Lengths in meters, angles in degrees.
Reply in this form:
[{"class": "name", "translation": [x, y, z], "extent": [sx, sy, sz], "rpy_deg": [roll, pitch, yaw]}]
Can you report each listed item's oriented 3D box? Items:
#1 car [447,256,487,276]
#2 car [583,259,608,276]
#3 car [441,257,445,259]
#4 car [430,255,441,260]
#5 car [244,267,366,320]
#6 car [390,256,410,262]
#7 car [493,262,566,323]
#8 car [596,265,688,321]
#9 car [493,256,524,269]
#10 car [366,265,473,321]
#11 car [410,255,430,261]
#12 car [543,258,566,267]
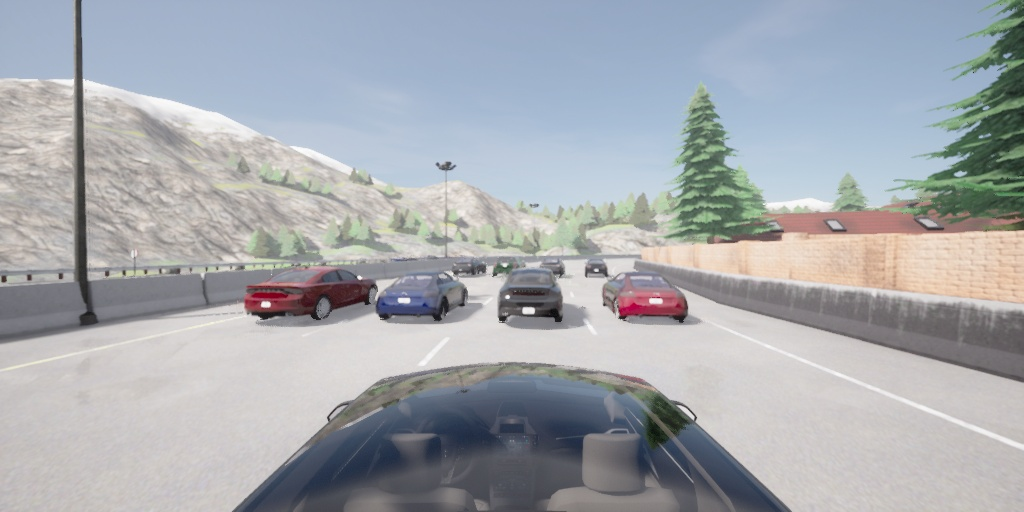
[{"class": "car", "translation": [-3.548, 0.884, 30.742], "extent": [2.128, 1.511, 4.902], "rpy_deg": [0, 1, 12]}, {"class": "car", "translation": [7.108, 0.933, 30.374], "extent": [1.812, 1.442, 4.674], "rpy_deg": [0, 1, 12]}, {"class": "car", "translation": [-8.232, 0.710, 53.596], "extent": [1.895, 1.301, 4.718], "rpy_deg": [0, 1, 20]}, {"class": "car", "translation": [-10.658, 0.628, 57.096], "extent": [1.994, 1.385, 4.181], "rpy_deg": [0, 1, 21]}, {"class": "car", "translation": [-6.335, 1.096, 12.027], "extent": [1.882, 1.535, 5.008], "rpy_deg": [0, 1, 5]}, {"class": "car", "translation": [-17.709, 0.644, 58.283], "extent": [1.895, 1.301, 4.718], "rpy_deg": [0, 1, 20]}, {"class": "car", "translation": [0.656, 1.134, 11.657], "extent": [1.837, 1.490, 4.892], "rpy_deg": [0, 1, 5]}, {"class": "car", "translation": [4.193, 1.193, 11.931], "extent": [1.994, 1.385, 4.181], "rpy_deg": [0, 1, 6]}, {"class": "car", "translation": [-0.113, 0.756, 30.053], "extent": [2.097, 1.767, 4.553], "rpy_deg": [0, 1, 12]}, {"class": "car", "translation": [-2.822, 1.185, 12.021], "extent": [1.994, 1.385, 4.181], "rpy_deg": [0, 1, 6]}, {"class": "car", "translation": [-13.834, 0.534, 58.594], "extent": [2.128, 1.511, 4.902], "rpy_deg": [0, 1, 21]}, {"class": "car", "translation": [3.411, 0.902, 29.841], "extent": [2.128, 1.511, 4.902], "rpy_deg": [0, 1, 12]}]
